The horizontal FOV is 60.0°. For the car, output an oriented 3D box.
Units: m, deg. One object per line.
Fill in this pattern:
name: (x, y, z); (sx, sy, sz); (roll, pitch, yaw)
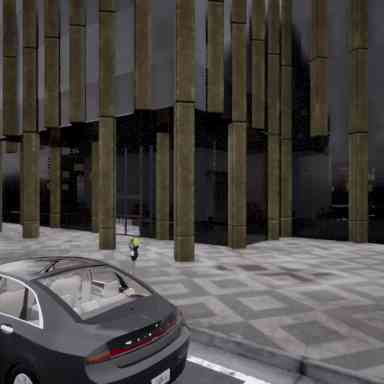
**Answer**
car: (-2.075, 1.551, 4.429); (4.403, 1.369, 2.008); (0, 0, 35)
